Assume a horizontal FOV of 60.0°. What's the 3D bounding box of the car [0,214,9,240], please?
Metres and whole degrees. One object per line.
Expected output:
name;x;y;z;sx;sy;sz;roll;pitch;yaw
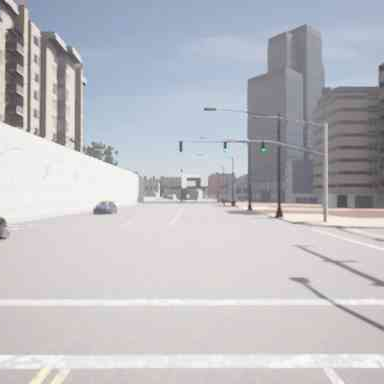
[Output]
car;-10.489;1.532;15.227;2.097;1.767;4.553;0;-1;0

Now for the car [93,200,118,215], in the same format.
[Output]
car;-10.470;1.824;40.332;2.097;1.767;4.553;0;-1;0
